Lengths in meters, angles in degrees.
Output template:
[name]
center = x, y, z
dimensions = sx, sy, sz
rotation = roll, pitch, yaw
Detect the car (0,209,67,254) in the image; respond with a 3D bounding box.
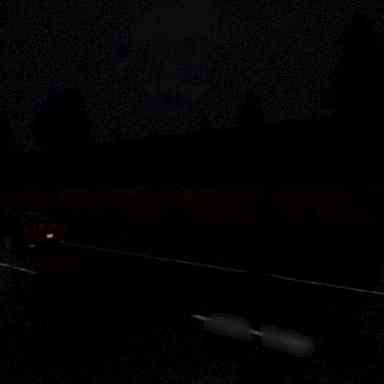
[car]
center = -7.107, 1.409, 13.356
dimensions = 5.008, 1.535, 1.882
rotation = 0, 0, 35
